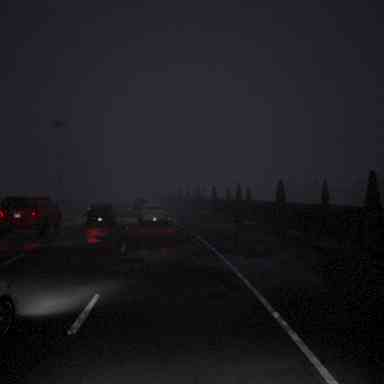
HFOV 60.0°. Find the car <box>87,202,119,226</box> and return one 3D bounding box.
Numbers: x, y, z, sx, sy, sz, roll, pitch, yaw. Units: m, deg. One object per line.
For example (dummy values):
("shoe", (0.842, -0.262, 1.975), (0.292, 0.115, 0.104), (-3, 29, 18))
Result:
("car", (-6.444, 1.516, 23.968), (1.837, 1.490, 4.892), (0, 0, -11))

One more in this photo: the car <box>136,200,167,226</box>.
("car", (-2.844, 1.528, 23.735), (1.812, 1.442, 4.674), (0, 0, -11))

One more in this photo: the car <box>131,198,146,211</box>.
("car", (-6.481, 1.512, 41.580), (1.837, 1.490, 4.892), (0, 0, -12))

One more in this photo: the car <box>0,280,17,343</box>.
("car", (-3.650, 1.534, 3.414), (1.812, 1.442, 4.674), (0, 0, -2))

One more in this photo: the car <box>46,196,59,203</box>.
("car", (-31.375, 1.579, 74.773), (1.812, 1.442, 4.674), (0, 0, -12))

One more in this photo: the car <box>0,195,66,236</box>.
("car", (-8.983, 1.241, 18.827), (2.150, 2.045, 5.566), (0, 0, -11))

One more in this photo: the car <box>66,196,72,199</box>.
("car", (-27.326, 1.532, 72.499), (1.882, 1.535, 5.008), (0, 0, -12))

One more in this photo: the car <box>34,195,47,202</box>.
("car", (-35.763, 1.493, 78.671), (1.882, 1.535, 5.008), (0, 0, -12))
